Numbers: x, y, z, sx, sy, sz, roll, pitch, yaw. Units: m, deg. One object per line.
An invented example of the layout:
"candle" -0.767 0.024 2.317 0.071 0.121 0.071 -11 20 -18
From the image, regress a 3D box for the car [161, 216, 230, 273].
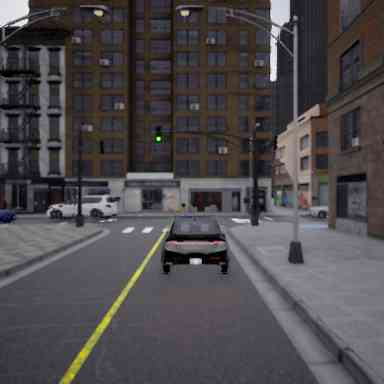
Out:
"car" 0.096 1.502 10.653 2.128 1.511 4.902 0 0 0

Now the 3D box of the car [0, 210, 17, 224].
"car" -15.478 1.613 24.235 5.008 1.535 1.882 0 0 -2

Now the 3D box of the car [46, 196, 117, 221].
"car" -8.991 1.321 27.391 5.566 2.045 2.150 0 -1 5

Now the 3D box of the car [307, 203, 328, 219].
"car" 12.059 1.439 27.785 4.674 1.442 1.812 -1 0 -1
